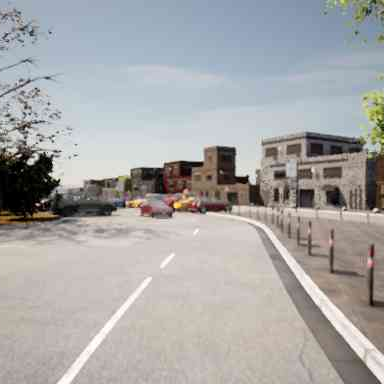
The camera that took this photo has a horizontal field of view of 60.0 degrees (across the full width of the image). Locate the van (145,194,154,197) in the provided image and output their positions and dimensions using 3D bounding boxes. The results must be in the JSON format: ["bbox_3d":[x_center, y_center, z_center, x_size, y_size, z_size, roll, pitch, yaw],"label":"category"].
[{"bbox_3d":[-4.511,1.279,44.505,4.442,1.987,1.878,0,-1,-32],"label":"van"}]

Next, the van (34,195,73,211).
[{"bbox_3d":[-18.222,1.396,43.826,4.442,1.987,1.878,0,-1,-32],"label":"van"}]

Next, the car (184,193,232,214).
[{"bbox_3d":[1.952,1.239,34.221,4.553,1.767,2.185,0,-1,-32],"label":"car"}]

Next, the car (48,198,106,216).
[{"bbox_3d":[-10.990,1.394,31.876,4.892,1.521,2.231,0,-1,-32],"label":"car"}]

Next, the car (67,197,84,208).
[{"bbox_3d":[-24.462,2.217,69.719,2.150,2.045,5.566,0,-2,-31],"label":"car"}]

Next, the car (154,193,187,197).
[{"bbox_3d":[-1.188,1.165,39.280,5.566,2.045,2.435,0,-1,-32],"label":"car"}]

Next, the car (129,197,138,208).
[{"bbox_3d":[-6.029,1.433,47.135,4.553,1.767,2.185,0,-1,-32],"label":"car"}]

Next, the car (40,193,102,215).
[{"bbox_3d":[-12.446,1.170,34.262,5.566,2.045,2.435,0,-1,-32],"label":"car"}]

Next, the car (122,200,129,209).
[{"bbox_3d":[-11.217,1.633,48.321,1.882,1.535,5.008,0,-1,-32],"label":"car"}]

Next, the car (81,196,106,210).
[{"bbox_3d":[-13.594,1.496,45.800,2.097,1.767,4.553,0,-1,-32],"label":"car"}]

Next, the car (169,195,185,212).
[{"bbox_3d":[0.373,1.391,36.812,5.008,1.535,2.097,0,-1,-32],"label":"car"}]

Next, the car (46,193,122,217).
[{"bbox_3d":[-9.564,1.118,29.622,5.566,2.045,2.435,0,-1,-32],"label":"car"}]

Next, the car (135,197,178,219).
[{"bbox_3d":[-3.069,1.388,27.945,1.812,1.442,4.674,0,0,-24],"label":"car"}]
